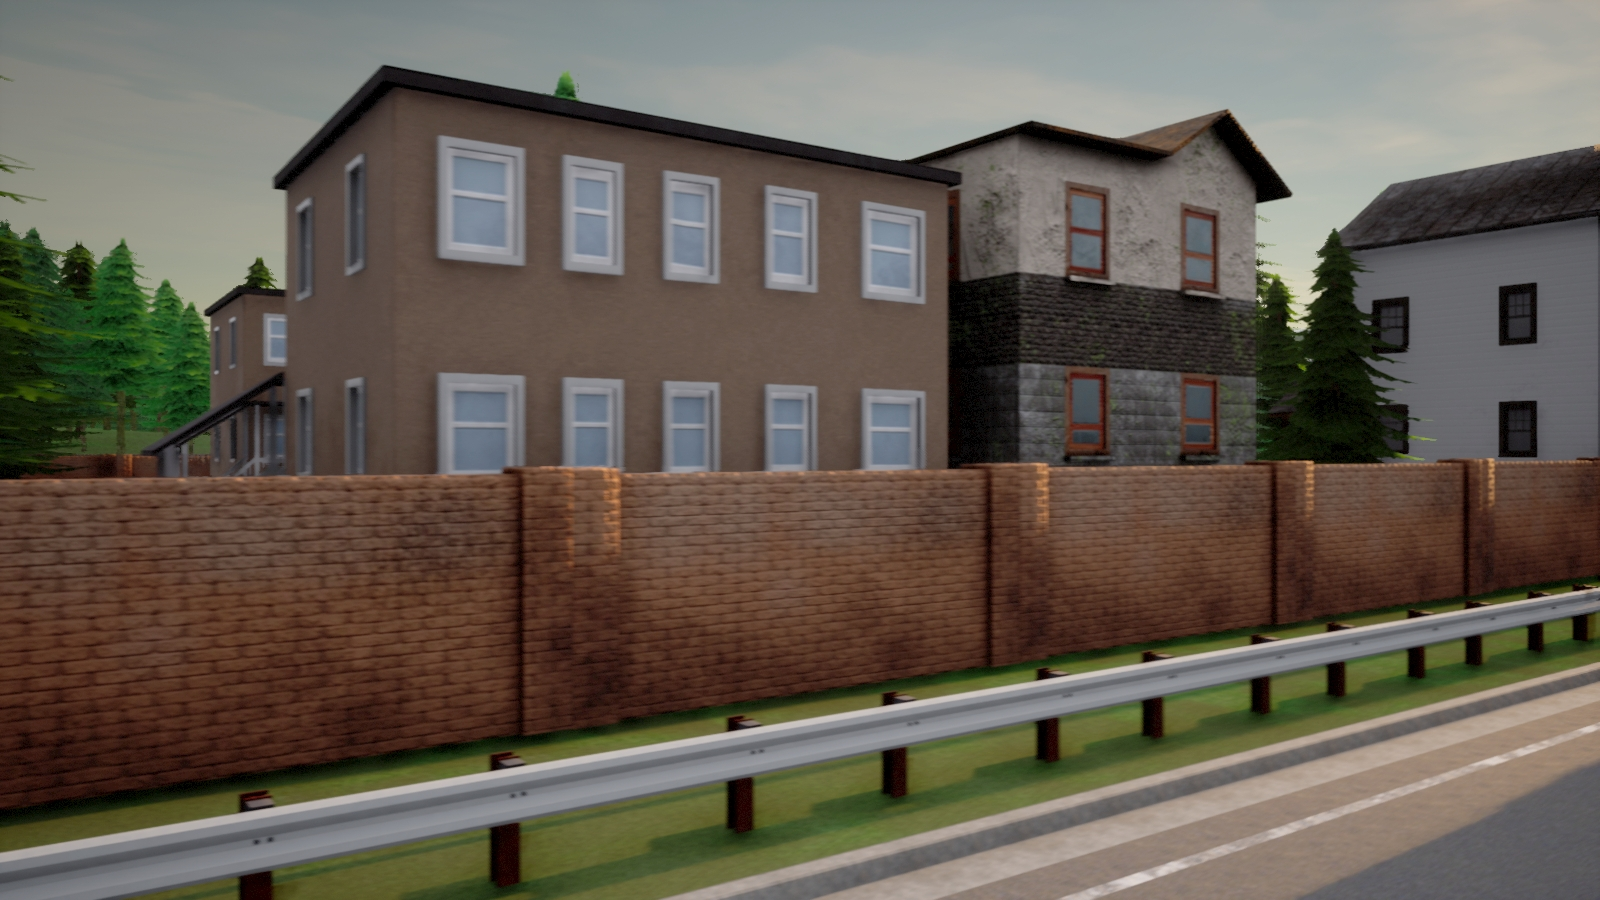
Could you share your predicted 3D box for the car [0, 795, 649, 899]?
[{"bbox_3d":[-2.396,2.040,2.122,4.514,1.525,2.007,0,0,-35],"label":"car"}]
